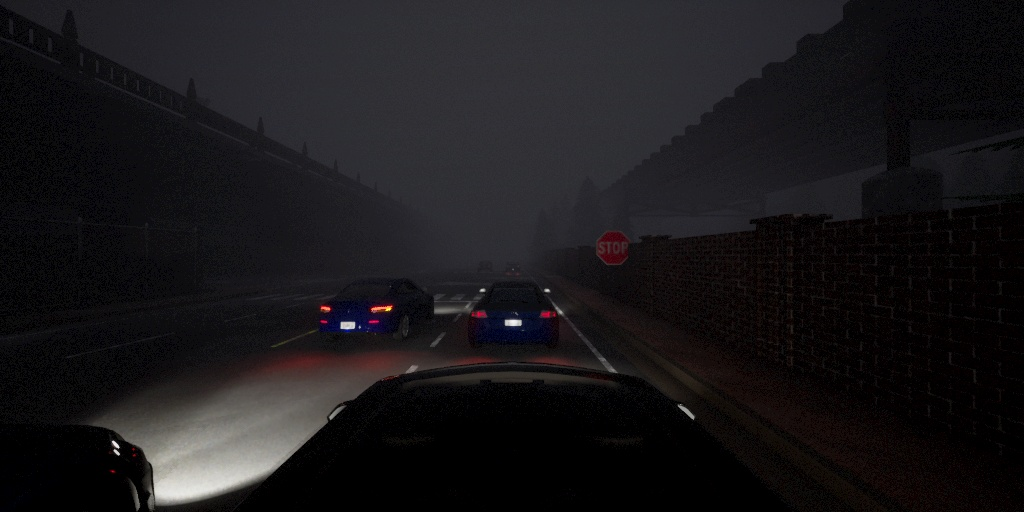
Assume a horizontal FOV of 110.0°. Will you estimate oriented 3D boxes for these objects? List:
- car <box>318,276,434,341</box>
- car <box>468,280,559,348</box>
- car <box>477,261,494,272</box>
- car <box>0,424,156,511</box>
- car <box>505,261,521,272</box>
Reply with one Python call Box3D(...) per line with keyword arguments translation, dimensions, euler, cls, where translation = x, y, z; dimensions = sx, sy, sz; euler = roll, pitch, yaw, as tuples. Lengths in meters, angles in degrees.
Box3D(translation=(-3.412, 1.276, 9.740), dimensions=(1.812, 1.442, 4.674), euler=(0, 0, 0), cls="car")
Box3D(translation=(0.069, 1.314, 9.218), dimensions=(1.994, 1.385, 4.181), euler=(0, 0, 1), cls="car")
Box3D(translation=(-3.395, 1.297, 45.873), dimensions=(2.033, 1.411, 5.357), euler=(0, 0, -1), cls="car")
Box3D(translation=(-3.398, 1.314, 0.644), dimensions=(1.994, 1.385, 4.181), euler=(0, 0, 0), cls="car")
Box3D(translation=(0.099, 1.351, 46.036), dimensions=(1.895, 1.301, 4.718), euler=(0, 0, -1), cls="car")
